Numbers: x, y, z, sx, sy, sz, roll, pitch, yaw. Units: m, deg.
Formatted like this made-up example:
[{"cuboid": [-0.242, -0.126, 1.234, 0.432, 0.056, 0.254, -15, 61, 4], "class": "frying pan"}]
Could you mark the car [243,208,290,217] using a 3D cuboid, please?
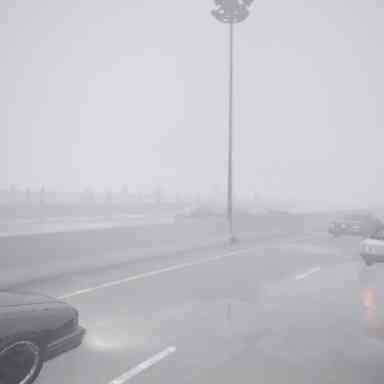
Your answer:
[{"cuboid": [6.272, 1.965, 26.124, 1.994, 1.385, 4.181, 0, -1, 44], "class": "car"}]

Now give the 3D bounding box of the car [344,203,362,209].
[{"cuboid": [28.875, 2.673, 59.575, 1.994, 1.385, 4.181, 0, -2, 44], "class": "car"}]

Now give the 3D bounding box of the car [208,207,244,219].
[{"cuboid": [3.743, 1.969, 28.545, 1.994, 1.385, 4.181, 0, -1, 44], "class": "car"}]

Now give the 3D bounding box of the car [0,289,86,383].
[{"cuboid": [-3.594, 1.546, 2.802, 2.033, 1.411, 5.357, 0, -1, 34], "class": "car"}]

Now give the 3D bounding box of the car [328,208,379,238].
[{"cuboid": [9.652, 1.896, 19.213, 2.033, 1.411, 5.357, 0, -1, 44], "class": "car"}]

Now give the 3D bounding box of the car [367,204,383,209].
[{"cuboid": [31.957, 2.738, 57.729, 1.895, 1.301, 4.718, 0, -2, 44], "class": "car"}]

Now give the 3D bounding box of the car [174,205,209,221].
[{"cuboid": [0.430, 1.916, 30.142, 1.812, 1.442, 4.674, 0, -1, 44], "class": "car"}]

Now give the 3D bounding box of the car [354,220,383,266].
[{"cuboid": [7.438, 1.830, 11.616, 1.895, 1.301, 4.718, 0, -1, 41], "class": "car"}]
